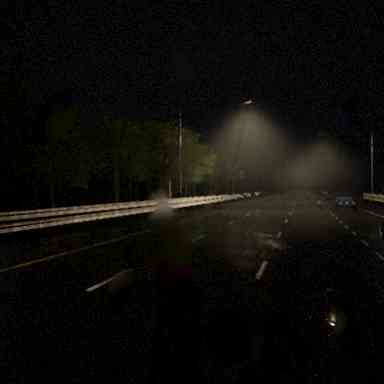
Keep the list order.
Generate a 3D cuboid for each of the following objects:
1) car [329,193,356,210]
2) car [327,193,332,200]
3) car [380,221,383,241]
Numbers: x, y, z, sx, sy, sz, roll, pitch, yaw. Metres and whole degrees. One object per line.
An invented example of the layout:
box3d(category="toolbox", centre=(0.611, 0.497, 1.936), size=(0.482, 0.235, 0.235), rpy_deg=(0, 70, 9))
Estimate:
box3d(category="car", centre=(16.176, 1.146, 35.345), size=(2.033, 1.411, 5.357), rpy_deg=(0, 0, 18))
box3d(category="car", centre=(26.476, 0.878, 62.126), size=(1.994, 1.385, 4.181), rpy_deg=(0, 0, 28))
box3d(category="car", centre=(8.598, 1.400, 12.620), size=(1.994, 1.385, 4.181), rpy_deg=(0, 0, 18))
